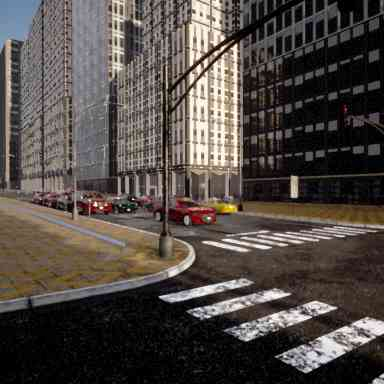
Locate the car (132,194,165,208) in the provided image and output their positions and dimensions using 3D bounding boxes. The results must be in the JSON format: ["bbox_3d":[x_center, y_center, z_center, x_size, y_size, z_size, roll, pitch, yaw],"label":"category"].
[{"bbox_3d":[-4.892,0.977,36.713,1.802,1.307,4.206,1,0,-36],"label":"car"}]

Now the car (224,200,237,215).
[{"bbox_3d":[1.698,1.127,27.823,1.752,1.417,4.829,1,0,-36],"label":"car"}]

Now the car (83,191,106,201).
[{"bbox_3d":[-14.824,0.646,50.337,1.947,1.339,4.313,1,0,-36],"label":"car"}]

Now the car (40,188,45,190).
[{"bbox_3d":[-31.376,0.104,73.042,1.887,1.381,4.507,1,0,-36],"label":"car"}]

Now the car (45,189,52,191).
[{"bbox_3d":[-28.066,0.214,68.501,2.008,1.369,4.403,1,0,-36],"label":"car"}]

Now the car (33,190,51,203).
[{"bbox_3d":[-18.279,0.794,40.851,1.802,1.307,4.206,1,0,-36],"label":"car"}]

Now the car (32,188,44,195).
[{"bbox_3d":[-37.995,-0.208,82.123,1.967,1.590,4.097,1,0,-36],"label":"car"}]

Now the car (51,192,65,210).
[{"bbox_3d":[-11.659,0.987,31.770,1.947,1.339,4.313,1,0,-36],"label":"car"}]

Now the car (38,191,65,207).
[{"bbox_3d":[-14.968,0.861,36.310,1.887,1.381,4.507,1,0,-36],"label":"car"}]

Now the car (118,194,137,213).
[{"bbox_3d":[-6.475,1.112,29.035,1.895,1.301,4.718,0,1,-36],"label":"car"}]

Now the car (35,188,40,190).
[{"bbox_3d":[-34.685,-0.104,77.583,1.967,1.590,4.097,1,0,-36],"label":"car"}]

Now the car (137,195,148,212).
[{"bbox_3d":[-2.418,1.096,28.883,2.033,1.411,5.357,0,1,-36],"label":"car"}]

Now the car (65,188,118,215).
[{"bbox_3d":[-8.343,0.841,27.228,2.192,1.841,5.009,1,0,-36],"label":"car"}]

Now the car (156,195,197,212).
[{"bbox_3d":[-1.582,1.066,32.173,1.947,1.339,4.313,1,0,-36],"label":"car"}]

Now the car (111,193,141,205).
[{"bbox_3d":[-8.203,0.856,41.254,1.947,1.339,4.313,1,0,-36],"label":"car"}]

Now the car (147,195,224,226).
[{"bbox_3d":[-0.567,1.177,20.921,1.882,1.535,5.008,0,1,-38],"label":"car"}]
